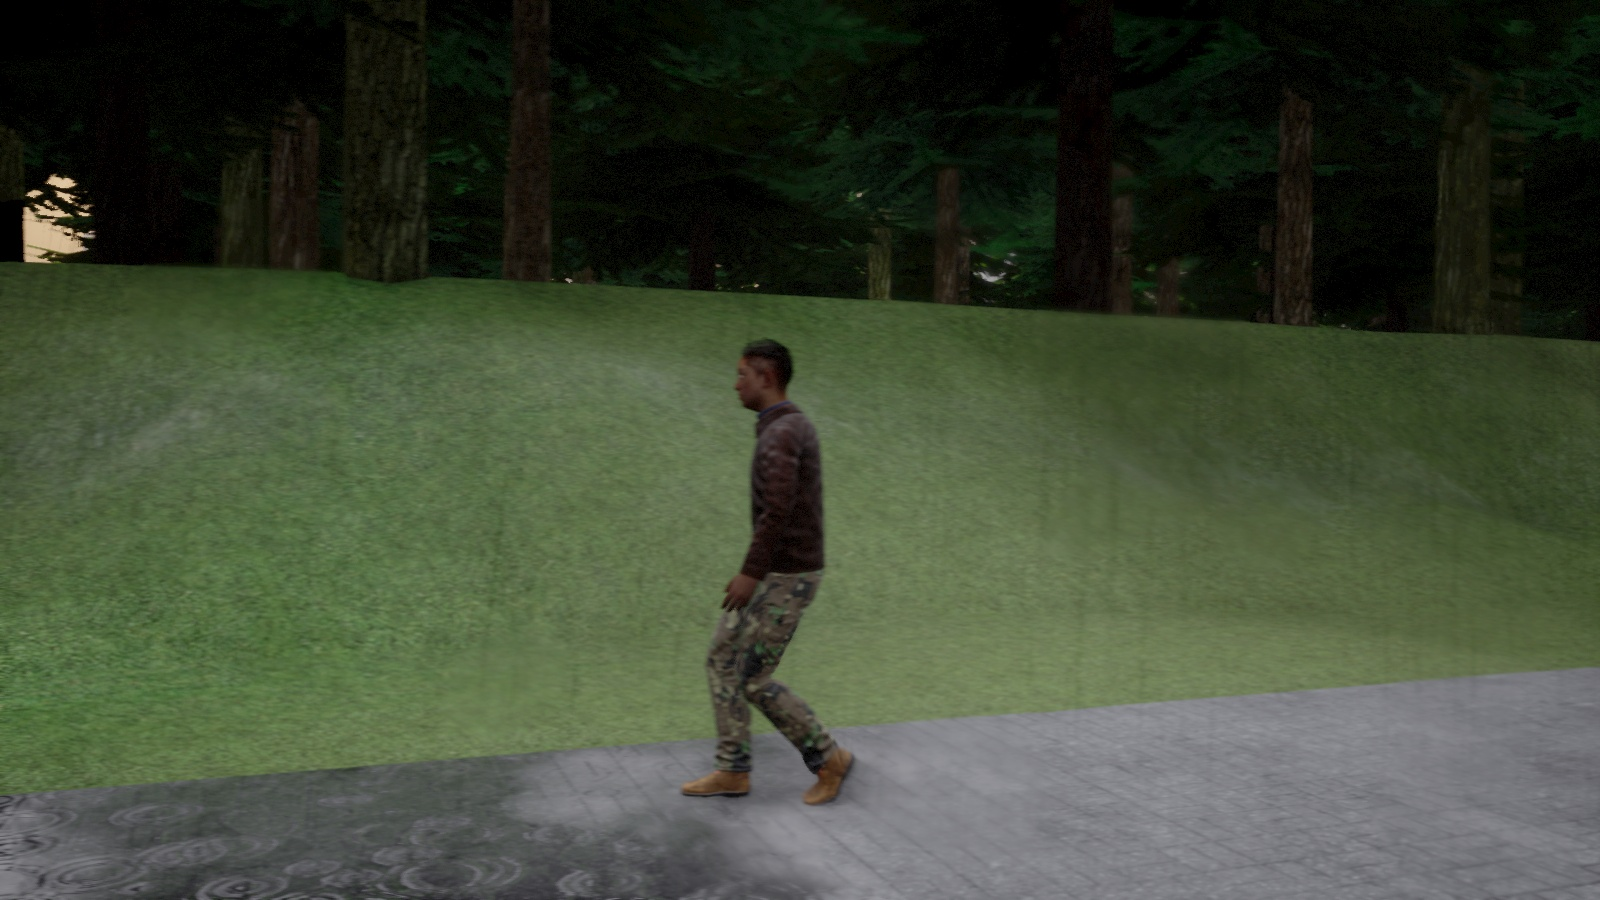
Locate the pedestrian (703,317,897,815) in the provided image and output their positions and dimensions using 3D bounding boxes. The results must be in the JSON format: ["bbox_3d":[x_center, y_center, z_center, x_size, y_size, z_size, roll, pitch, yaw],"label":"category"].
[{"bbox_3d":[-0.008,0.428,4.876,0.703,1.840,0.431,-1,1,-3],"label":"pedestrian"}]
